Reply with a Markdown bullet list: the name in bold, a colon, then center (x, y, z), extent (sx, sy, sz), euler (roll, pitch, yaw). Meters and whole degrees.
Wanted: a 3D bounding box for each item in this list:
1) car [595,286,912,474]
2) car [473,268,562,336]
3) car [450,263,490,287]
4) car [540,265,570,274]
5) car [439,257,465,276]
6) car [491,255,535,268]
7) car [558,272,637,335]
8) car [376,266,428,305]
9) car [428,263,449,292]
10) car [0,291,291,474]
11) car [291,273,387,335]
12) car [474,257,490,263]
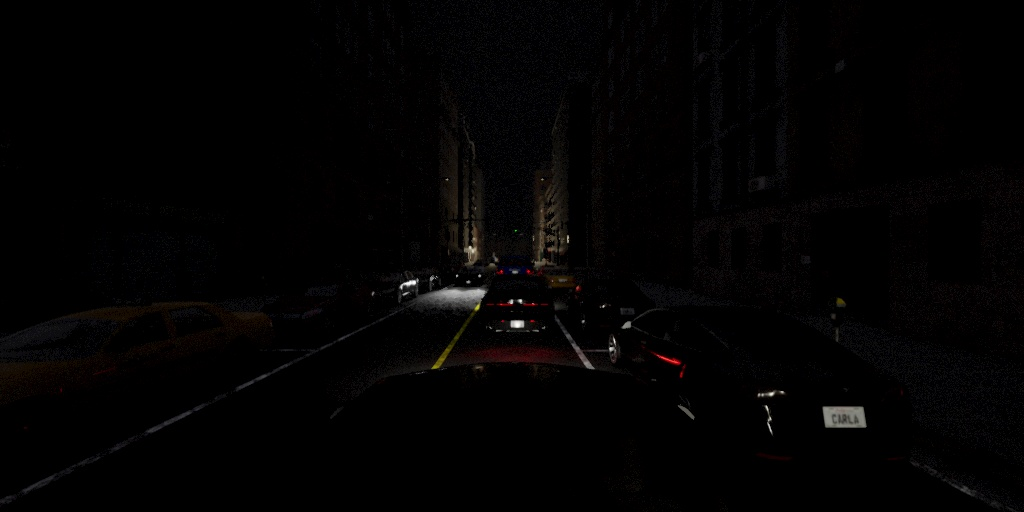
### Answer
- **car**: center (2.648, 1.315, 4.927), extent (1.948, 1.339, 4.313), euler (0, 0, 0)
- **car**: center (0.129, 1.252, 10.347), extent (1.837, 1.490, 4.892), euler (0, 0, 0)
- **car**: center (-2.732, 1.335, 24.791), extent (1.895, 1.301, 4.718), euler (0, 0, 1)
- **car**: center (2.710, 1.263, 21.336), extent (1.751, 1.417, 4.829), euler (0, 0, 0)
- **car**: center (-5.275, 1.042, 32.030), extent (2.192, 1.841, 5.009), euler (0, 0, 0)
- **car**: center (0.173, 0.959, 21.012), extent (2.150, 2.045, 5.566), euler (0, 0, 0)
- **car**: center (2.668, 1.312, 10.340), extent (1.948, 1.339, 4.313), euler (0, 0, 0)
- **car**: center (-5.336, 1.293, 15.792), extent (2.007, 1.370, 4.403), euler (0, 0, 0)
- **car**: center (-5.316, 1.288, 21.205), extent (2.007, 1.370, 4.403), euler (0, 0, 0)
- **car**: center (-5.378, 1.274, 4.796), extent (1.751, 1.417, 4.829), euler (0, 0, 0)
- **car**: center (-5.357, 1.328, 10.379), extent (1.802, 1.307, 4.207), euler (0, 0, 0)
- **car**: center (-5.175, 1.251, 58.493), extent (2.007, 1.370, 4.403), euler (0, 0, 0)
